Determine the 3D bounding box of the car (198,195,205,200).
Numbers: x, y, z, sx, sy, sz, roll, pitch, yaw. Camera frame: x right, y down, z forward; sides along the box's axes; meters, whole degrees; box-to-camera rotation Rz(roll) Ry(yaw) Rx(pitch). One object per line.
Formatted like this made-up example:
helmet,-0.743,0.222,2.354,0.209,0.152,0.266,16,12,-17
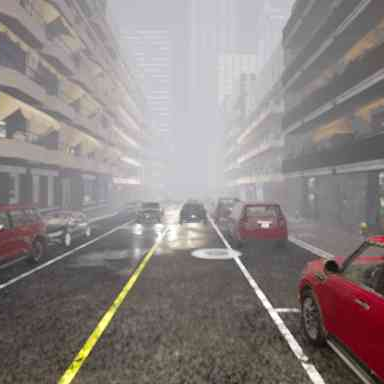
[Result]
car,2.619,1.453,92.913,2.008,1.369,4.403,-1,0,0

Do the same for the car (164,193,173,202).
car,-5.750,1.238,70.528,2.192,1.841,5.009,-1,0,0

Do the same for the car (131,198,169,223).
car,-3.101,1.475,25.466,1.837,1.490,4.892,0,0,0

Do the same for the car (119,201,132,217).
car,-5.721,1.546,31.313,1.802,1.307,4.206,-1,0,0

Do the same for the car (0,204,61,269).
car,-5.700,1.304,8.905,2.192,1.841,5.009,-1,0,0

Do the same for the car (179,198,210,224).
car,0.083,1.450,24.379,1.882,1.535,5.008,0,0,0

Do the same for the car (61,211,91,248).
car,-5.717,1.533,14.508,2.008,1.369,4.403,-1,0,0

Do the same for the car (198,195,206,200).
car,2.623,1.474,87.310,1.947,1.339,4.313,-1,0,0

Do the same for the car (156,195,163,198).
car,-5.732,1.497,48.120,2.008,1.369,4.403,-1,0,0

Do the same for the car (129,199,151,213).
car,-5.724,1.540,36.916,1.802,1.307,4.206,-1,0,0

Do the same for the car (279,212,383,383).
car,2.674,1.312,3.280,2.192,1.841,5.009,-1,0,0

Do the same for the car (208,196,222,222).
car,2.660,1.286,25.688,2.192,1.841,5.009,-1,0,0

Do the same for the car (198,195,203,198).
car,0.069,1.513,46.038,1.994,1.385,4.181,0,0,0

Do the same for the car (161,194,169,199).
car,-5.739,1.485,59.324,2.008,1.369,4.403,-1,0,0

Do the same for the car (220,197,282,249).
car,2.667,1.299,14.484,2.192,1.841,5.009,-1,0,0

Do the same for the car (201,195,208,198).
car,2.644,1.467,53.868,1.752,1.417,4.829,-1,0,0
